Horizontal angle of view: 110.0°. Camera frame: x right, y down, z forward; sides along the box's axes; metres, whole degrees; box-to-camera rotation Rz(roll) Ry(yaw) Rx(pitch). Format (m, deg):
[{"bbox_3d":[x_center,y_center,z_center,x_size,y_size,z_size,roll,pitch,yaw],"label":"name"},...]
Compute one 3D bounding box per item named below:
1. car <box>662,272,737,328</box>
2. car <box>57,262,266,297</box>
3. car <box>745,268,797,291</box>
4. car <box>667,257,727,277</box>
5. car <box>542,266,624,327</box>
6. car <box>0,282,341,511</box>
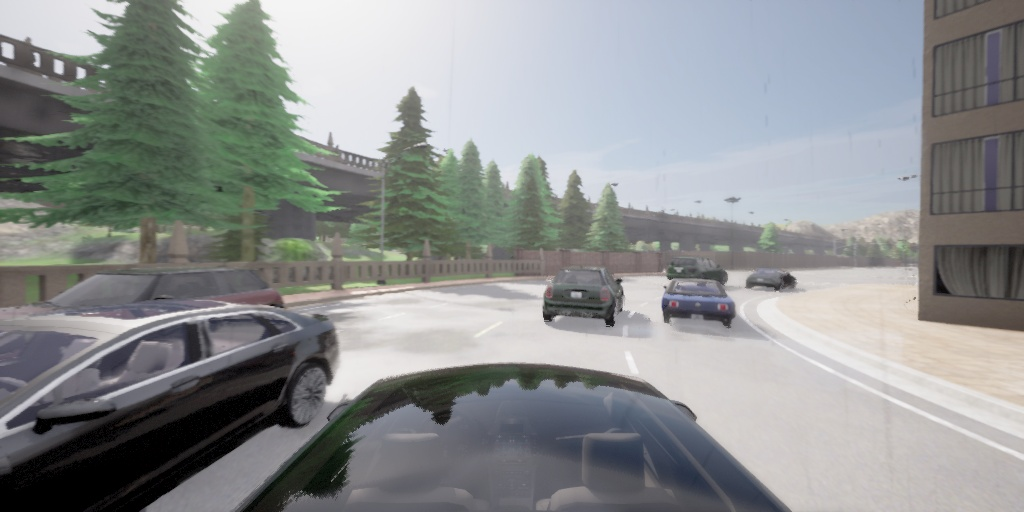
[{"bbox_3d":[6.073,1.421,11.979,1.895,1.301,4.718,1,0,24],"label":"car"},{"bbox_3d":[-6.368,0.987,6.228,2.097,1.767,4.553,1,0,10],"label":"car"},{"bbox_3d":[17.627,1.536,24.374,4.181,1.385,1.994,1,0,-38],"label":"car"},{"bbox_3d":[13.104,1.117,25.338,5.566,2.045,2.150,1,0,-39],"label":"car"},{"bbox_3d":[2.544,1.115,12.041,2.097,1.767,4.553,1,0,21],"label":"car"},{"bbox_3d":[-3.327,1.185,2.812,2.128,1.511,4.902,1,0,5],"label":"car"}]
